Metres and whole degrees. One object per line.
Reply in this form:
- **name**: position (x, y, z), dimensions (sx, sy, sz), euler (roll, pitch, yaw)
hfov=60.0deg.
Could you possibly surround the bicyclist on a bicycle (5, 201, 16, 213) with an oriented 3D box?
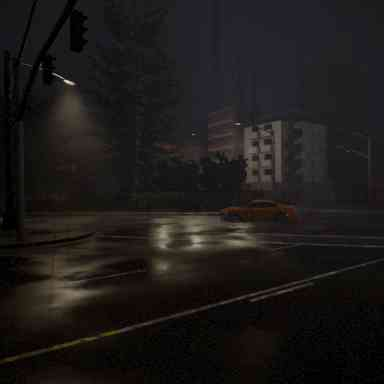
- **bicyclist on a bicycle**: position (-18.106, 1.346, 33.202), dimensions (0.582, 1.620, 1.656), euler (-1, 1, 9)

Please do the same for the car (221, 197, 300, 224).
- **car**: position (4.416, 1.296, 22.271), dimensions (5.008, 1.535, 1.882), euler (-1, 0, 8)

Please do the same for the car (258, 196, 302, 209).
- **car**: position (9.981, 1.193, 38.051), dimensions (1.895, 1.301, 4.718), euler (-1, 1, -35)
